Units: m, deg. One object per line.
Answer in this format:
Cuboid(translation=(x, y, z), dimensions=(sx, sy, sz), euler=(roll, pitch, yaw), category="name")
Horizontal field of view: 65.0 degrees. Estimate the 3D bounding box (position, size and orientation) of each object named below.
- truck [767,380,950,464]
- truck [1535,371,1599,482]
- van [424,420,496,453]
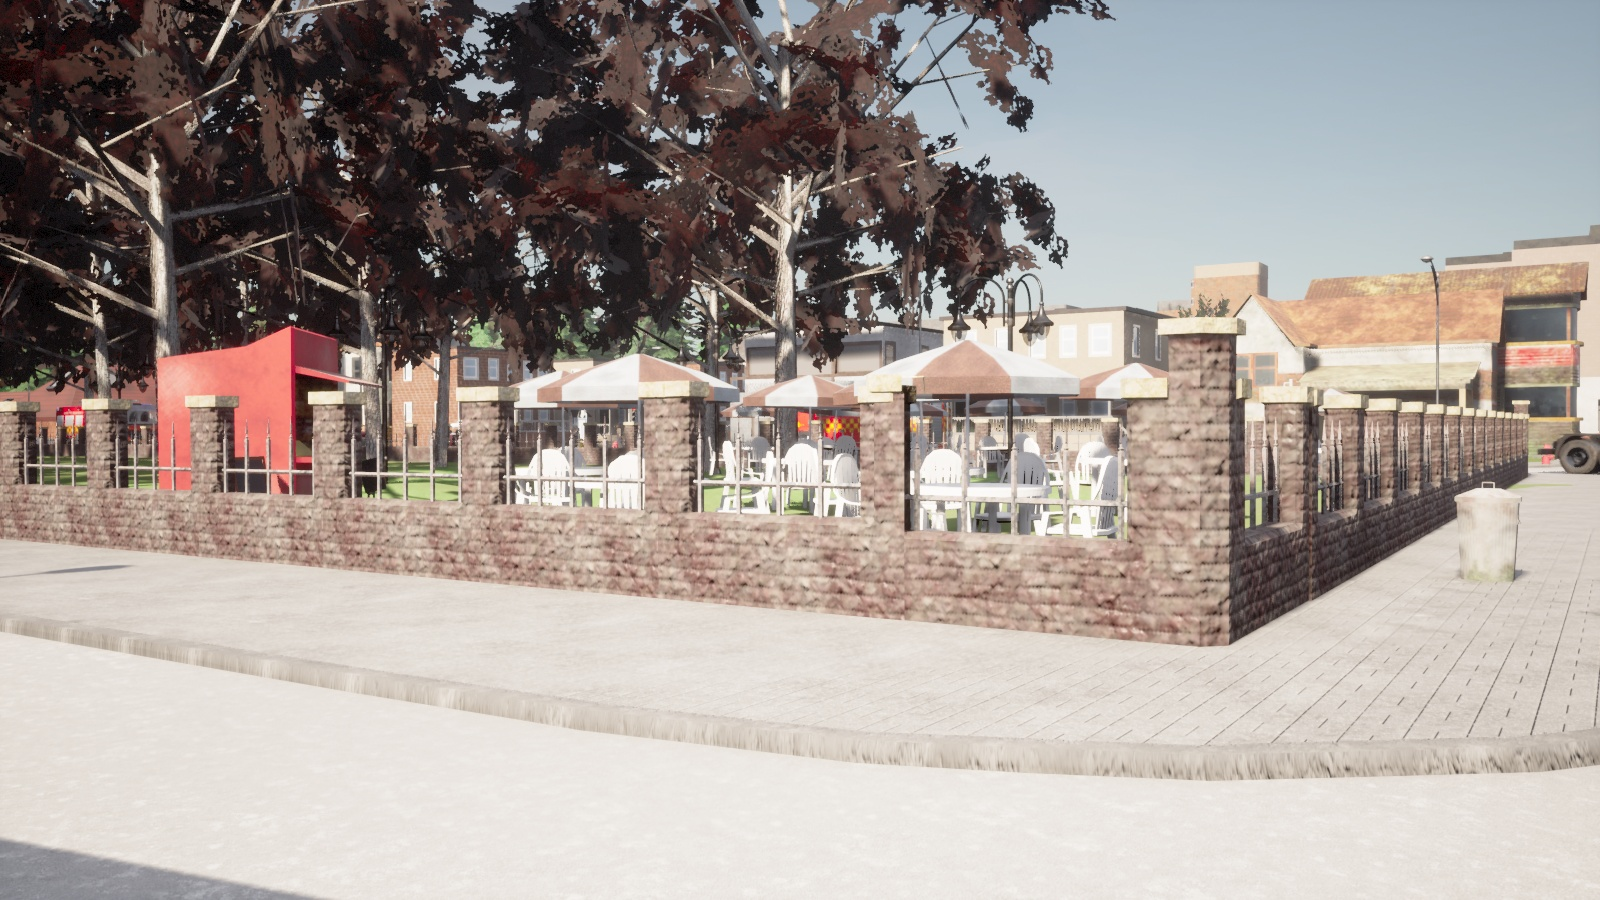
Cuboid(translation=(2.735, -1.345, 60.455), dimensions=(8.468, 3.827, 2.891), euler=(1, 1, 33), category="truck")
Cuboid(translation=(27.329, -0.704, 38.362), dimensions=(2.891, 3.462, 7.936), euler=(0, 1, -33), category="truck")
Cuboid(translation=(-21.574, -0.868, 79.847), dimensions=(2.069, 2.038, 4.480), euler=(0, 1, 24), category="van")
